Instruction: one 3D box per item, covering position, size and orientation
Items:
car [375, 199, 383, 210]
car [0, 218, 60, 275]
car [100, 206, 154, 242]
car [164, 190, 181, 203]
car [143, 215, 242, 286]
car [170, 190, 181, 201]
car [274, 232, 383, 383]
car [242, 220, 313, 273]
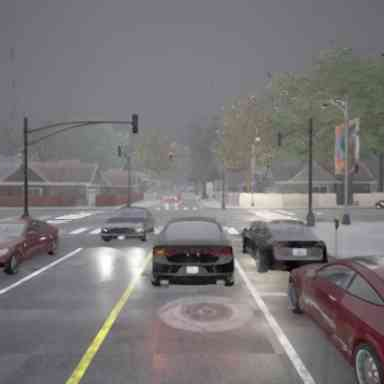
[{"bbox_3d":[20.803,0.917,33.170,4.553,1.767,2.097,0,1,0],"label":"car"},{"bbox_3d":[-5.423,1.489,10.104,1.802,1.307,4.206,0,1,0],"label":"car"},{"bbox_3d":[-2.807,1.403,15.819,2.033,1.411,5.357,0,1,0],"label":"car"},{"bbox_3d":[-3.310,0.893,53.622,2.097,1.767,4.553,0,0,0],"label":"car"},{"bbox_3d":[0.027,1.393,9.177,1.882,1.535,5.008,0,1,0],"label":"car"},{"bbox_3d":[-3.341,0.646,68.812,2.150,2.045,5.566,0,1,0],"label":"car"},{"bbox_3d":[2.624,1.539,4.619,1.802,1.307,4.206,0,1,0],"label":"car"},{"bbox_3d":[2.602,1.472,10.137,1.947,1.339,4.313,0,1,0],"label":"car"}]
